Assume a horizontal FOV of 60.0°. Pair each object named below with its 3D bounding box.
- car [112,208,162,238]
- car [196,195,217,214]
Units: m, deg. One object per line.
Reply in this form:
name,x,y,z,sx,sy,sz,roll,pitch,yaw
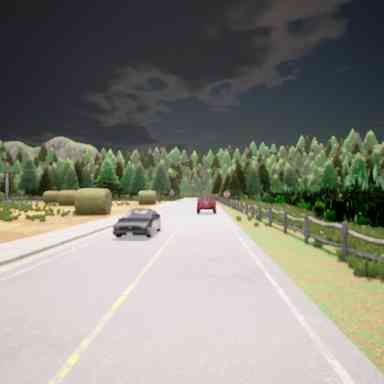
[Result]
car,-2.831,1.628,18.431,2.033,1.411,5.357,0,0,3
car,1.695,1.391,38.558,2.150,2.045,5.566,0,0,3
